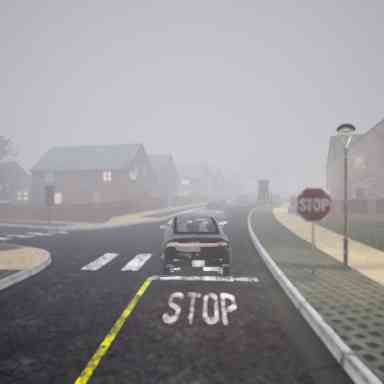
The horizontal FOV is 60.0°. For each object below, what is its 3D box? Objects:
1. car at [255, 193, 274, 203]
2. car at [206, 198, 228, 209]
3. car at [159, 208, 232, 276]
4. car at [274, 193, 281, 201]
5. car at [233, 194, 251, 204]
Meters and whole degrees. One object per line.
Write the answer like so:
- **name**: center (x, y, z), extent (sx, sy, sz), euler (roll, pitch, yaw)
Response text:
- **car**: center (12.882, 1.058, 59.839), extent (2.097, 1.767, 4.553), euler (0, 0, 24)
- **car**: center (3.087, 1.446, 40.945), extent (1.895, 1.301, 4.718), euler (0, 0, 16)
- **car**: center (0.007, 1.465, 10.285), extent (2.128, 1.511, 4.902), euler (0, 0, -3)
- **car**: center (17.041, 0.998, 68.944), extent (1.837, 1.490, 4.892), euler (0, 0, 28)
- **car**: center (8.570, 1.097, 56.927), extent (2.097, 1.767, 4.553), euler (0, 0, 22)
